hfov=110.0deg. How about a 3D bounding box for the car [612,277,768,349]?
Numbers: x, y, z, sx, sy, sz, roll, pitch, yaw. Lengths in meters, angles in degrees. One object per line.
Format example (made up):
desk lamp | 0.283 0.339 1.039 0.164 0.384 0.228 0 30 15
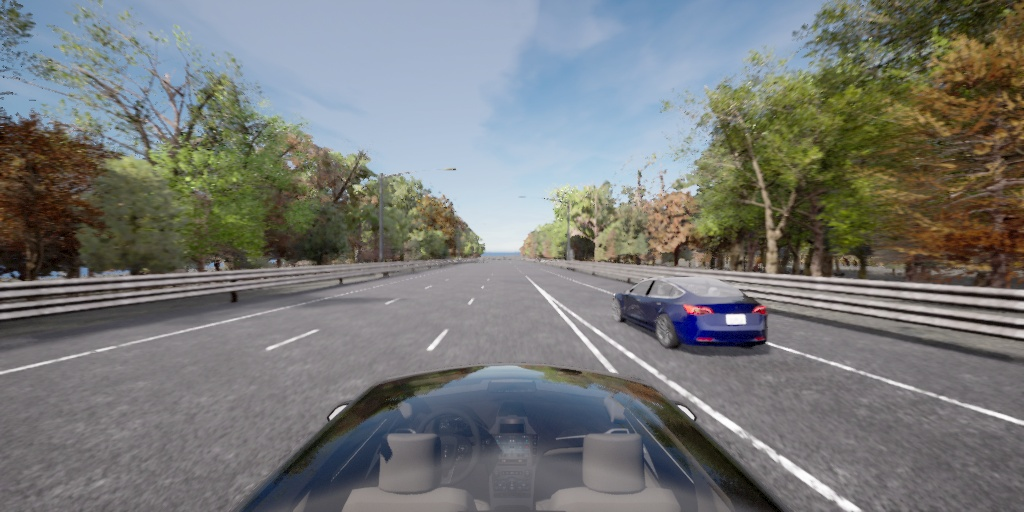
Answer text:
car | 4.146 1.253 9.182 2.163 1.488 4.792 0 0 -3
